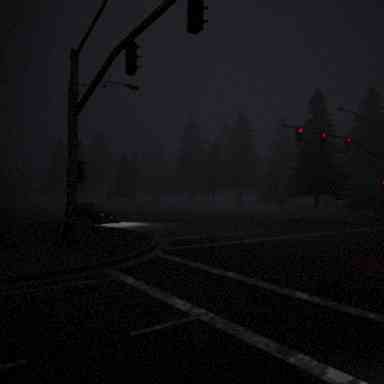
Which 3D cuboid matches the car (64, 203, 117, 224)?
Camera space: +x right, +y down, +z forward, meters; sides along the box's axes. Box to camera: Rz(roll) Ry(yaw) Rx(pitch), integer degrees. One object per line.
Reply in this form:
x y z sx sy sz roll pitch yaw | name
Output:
-7.877 1.582 25.613 4.674 1.442 1.812 1 -1 31 | car
